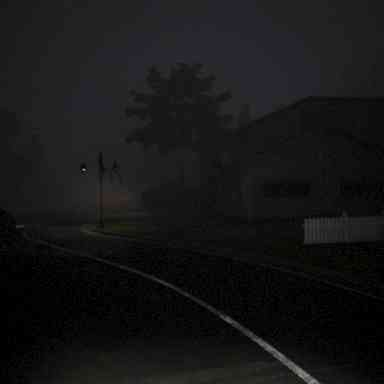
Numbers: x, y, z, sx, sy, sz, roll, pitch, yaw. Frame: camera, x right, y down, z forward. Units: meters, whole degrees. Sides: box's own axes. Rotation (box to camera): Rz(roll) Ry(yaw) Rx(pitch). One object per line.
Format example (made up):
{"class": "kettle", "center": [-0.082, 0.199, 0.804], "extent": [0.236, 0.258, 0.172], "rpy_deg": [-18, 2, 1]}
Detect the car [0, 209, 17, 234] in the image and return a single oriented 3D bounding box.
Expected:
{"class": "car", "center": [-12.267, 1.780, 20.489], "extent": [2.033, 1.411, 5.357], "rpy_deg": [-1, 0, -18]}
